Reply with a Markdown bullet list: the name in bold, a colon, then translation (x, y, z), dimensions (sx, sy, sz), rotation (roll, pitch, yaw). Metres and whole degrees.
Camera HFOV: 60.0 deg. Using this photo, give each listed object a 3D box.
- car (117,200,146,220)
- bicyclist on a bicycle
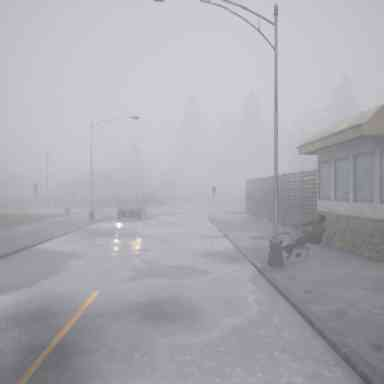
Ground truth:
- **car**: translation (-4.850, 1.389, 27.150), dimensions (1.882, 1.535, 5.008), rotation (0, 0, -2)
- **bicyclist on a bicycle**: translation (3.038, 1.268, 9.134), dimensions (1.656, 1.620, 0.582), rotation (37, 16, -35)
